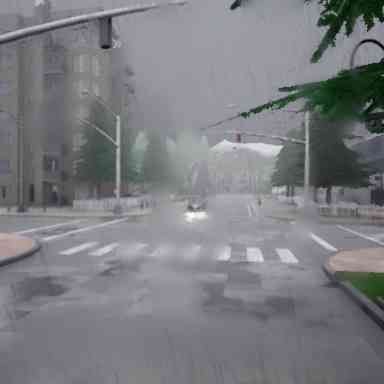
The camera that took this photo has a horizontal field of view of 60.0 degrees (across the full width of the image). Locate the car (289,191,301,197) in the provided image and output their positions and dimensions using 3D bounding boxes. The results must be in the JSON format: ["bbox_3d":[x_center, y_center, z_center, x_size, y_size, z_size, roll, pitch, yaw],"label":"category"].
[{"bbox_3d":[26.257,0.696,85.724,1.845,1.501,3.633,0,1,9],"label":"car"}]

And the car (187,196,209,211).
[{"bbox_3d":[0.699,1.224,34.996,2.128,1.511,4.902,0,2,9],"label":"car"}]
